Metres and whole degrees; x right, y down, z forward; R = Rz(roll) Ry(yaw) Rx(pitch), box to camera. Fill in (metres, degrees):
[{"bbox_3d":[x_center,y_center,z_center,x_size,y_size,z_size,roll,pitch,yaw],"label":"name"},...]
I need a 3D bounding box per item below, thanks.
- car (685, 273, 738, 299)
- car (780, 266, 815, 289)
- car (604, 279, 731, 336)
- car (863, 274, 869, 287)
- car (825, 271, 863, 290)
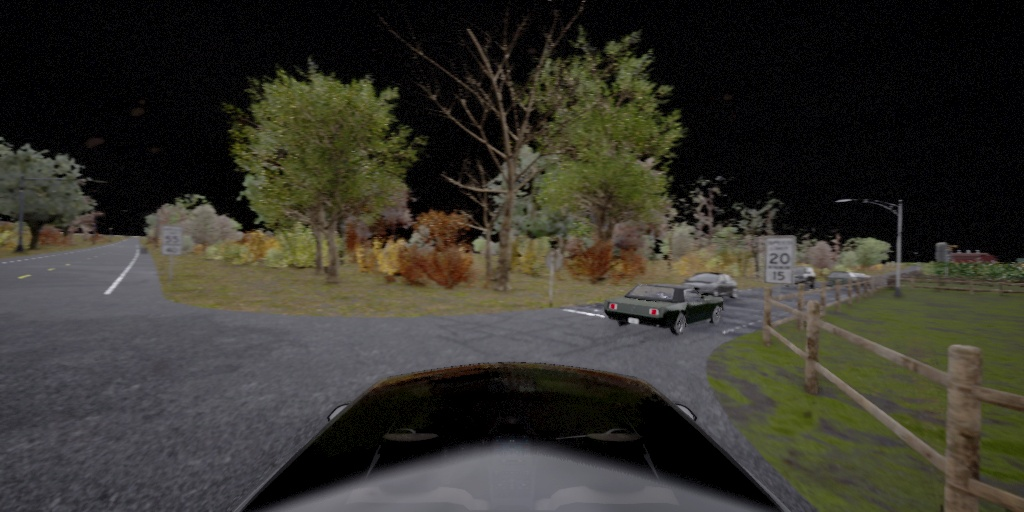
[{"bbox_3d":[11.238,1.704,20.459,4.892,1.490,1.837,2,-1,-41],"label":"car"},{"bbox_3d":[27.141,1.998,34.216,5.566,2.045,2.150,2,-1,-41],"label":"car"},{"bbox_3d":[4.967,1.547,11.293,4.718,1.301,1.895,2,0,-43],"label":"car"},{"bbox_3d":[39.238,2.659,40.985,5.008,1.535,1.882,2,0,-41],"label":"car"},{"bbox_3d":[31.606,2.269,34.292,4.553,1.767,2.097,2,0,-40],"label":"car"}]
